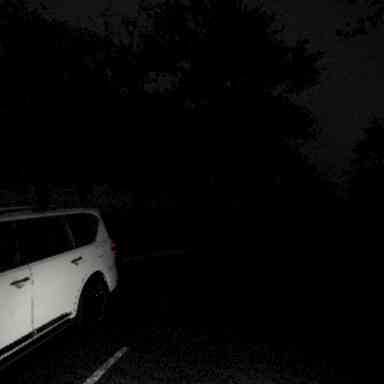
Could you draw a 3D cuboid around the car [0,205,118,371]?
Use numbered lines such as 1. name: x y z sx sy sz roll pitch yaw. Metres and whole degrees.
1. car: -2.940 1.231 4.155 2.150 2.045 5.566 -1 -1 14
